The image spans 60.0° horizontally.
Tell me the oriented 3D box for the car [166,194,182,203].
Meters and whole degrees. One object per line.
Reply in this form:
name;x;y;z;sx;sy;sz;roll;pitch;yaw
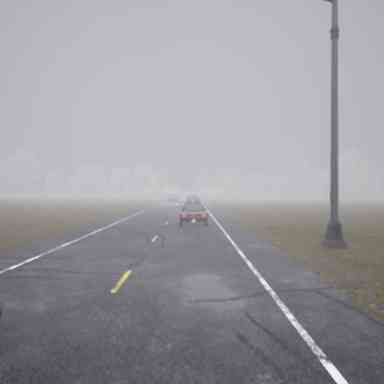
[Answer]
car;-3.493;1.093;60.272;2.097;1.767;4.553;0;0;1

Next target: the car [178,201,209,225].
car;0.115;1.503;23.011;1.895;1.301;4.718;0;0;0

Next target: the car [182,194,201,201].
car;0.130;1.170;42.129;2.097;1.767;4.553;0;0;0

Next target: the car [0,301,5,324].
car;-3.599;1.537;2.403;2.033;1.411;5.357;0;0;0
